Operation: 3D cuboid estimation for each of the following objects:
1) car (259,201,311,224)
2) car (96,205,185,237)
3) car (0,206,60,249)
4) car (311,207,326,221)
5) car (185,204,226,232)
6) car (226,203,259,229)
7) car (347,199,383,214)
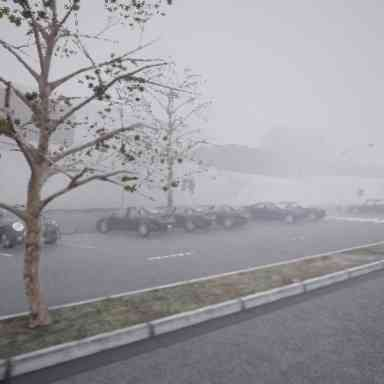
[{"bbox_3d":[6.119,1.535,25.602,5.008,1.535,2.097,-1,-1,31],"label":"car"},{"bbox_3d":[-3.151,1.518,18.255,4.892,1.521,2.231,-1,0,33],"label":"car"},{"bbox_3d":[-7.909,1.393,14.745,4.553,1.767,2.185,-1,-1,34],"label":"car"},{"bbox_3d":[8.417,1.545,27.471,5.008,1.535,2.097,-1,-1,31],"label":"car"},{"bbox_3d":[-0.810,1.519,20.059,4.892,1.521,2.231,-1,0,33],"label":"car"},{"bbox_3d":[1.519,1.523,21.886,4.892,1.521,2.231,-1,0,32],"label":"car"},{"bbox_3d":[19.950,1.686,36.860,5.008,1.535,2.097,0,-1,31],"label":"car"}]
